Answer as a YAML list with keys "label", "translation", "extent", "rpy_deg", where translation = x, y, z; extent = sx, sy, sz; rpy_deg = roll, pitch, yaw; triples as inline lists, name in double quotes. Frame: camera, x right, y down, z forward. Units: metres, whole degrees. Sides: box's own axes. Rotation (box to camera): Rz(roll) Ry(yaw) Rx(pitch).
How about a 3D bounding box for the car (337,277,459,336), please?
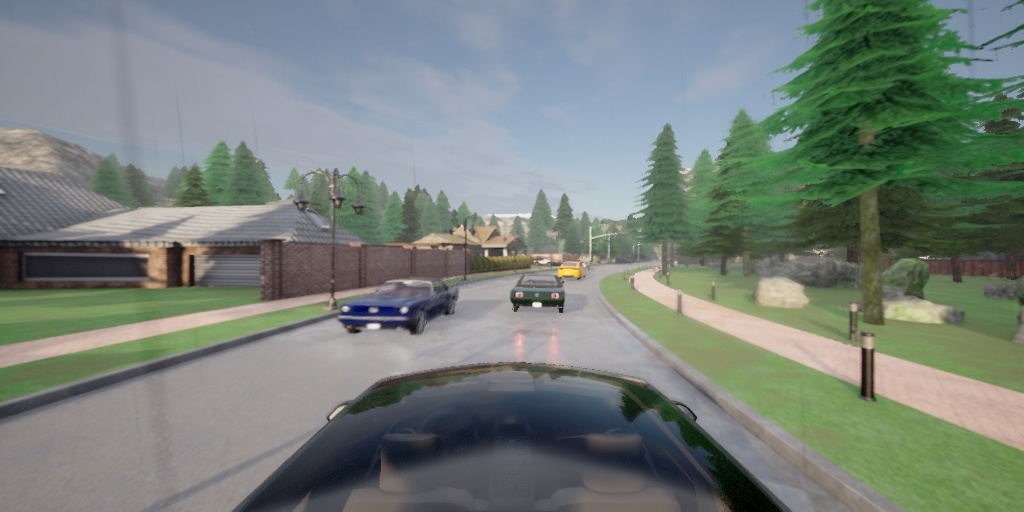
- label: "car"
  translation: [-3.008, 1.332, 10.545]
  extent: [1.895, 1.301, 4.718]
  rpy_deg: [0, 0, 6]

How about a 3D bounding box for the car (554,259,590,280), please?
- label: "car"
  translation: [5.358, 1.228, 31.625]
  extent: [1.882, 1.535, 5.008]
  rpy_deg: [0, 0, 19]

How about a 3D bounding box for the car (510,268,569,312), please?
- label: "car"
  translation: [1.144, 1.342, 14.238]
  extent: [1.895, 1.301, 4.718]
  rpy_deg: [1, 0, 8]
